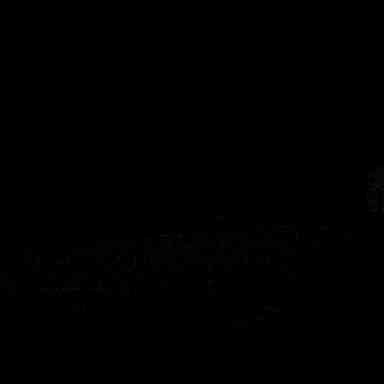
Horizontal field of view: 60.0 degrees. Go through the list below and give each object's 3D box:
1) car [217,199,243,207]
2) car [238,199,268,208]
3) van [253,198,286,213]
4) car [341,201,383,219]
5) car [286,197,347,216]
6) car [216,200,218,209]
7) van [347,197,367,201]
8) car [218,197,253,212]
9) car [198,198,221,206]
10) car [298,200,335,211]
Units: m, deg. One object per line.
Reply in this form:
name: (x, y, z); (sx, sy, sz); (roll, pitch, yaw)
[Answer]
car: (6.567, 1.872, 58.037); (1.887, 1.381, 4.507); (-1, 0, -36)
car: (9.770, 1.803, 53.556); (1.752, 1.417, 4.829); (-1, 0, -36)
van: (9.538, 1.599, 39.212); (1.690, 1.788, 3.998); (-1, 0, -36)
car: (16.148, 1.726, 29.970); (1.802, 1.307, 4.206); (-1, 0, -36)
car: (12.840, 1.517, 34.591); (2.192, 1.841, 5.009); (-1, 0, -36)
car: (2.938, 1.915, 48.454); (2.008, 1.369, 4.403); (-1, 0, -36)
van: (19.771, 1.455, 39.555); (1.690, 1.788, 3.998); (-1, 0, -36)
car: (6.235, 1.627, 43.832); (2.192, 1.841, 5.009); (-1, 0, -36)
car: (3.265, 1.929, 62.658); (2.008, 1.369, 4.403); (-1, 0, -36)
car: (16.474, 1.736, 44.176); (1.947, 1.339, 4.313); (-1, 0, -36)
